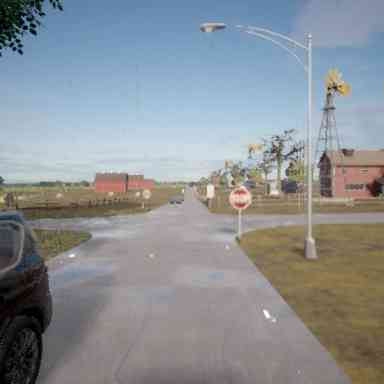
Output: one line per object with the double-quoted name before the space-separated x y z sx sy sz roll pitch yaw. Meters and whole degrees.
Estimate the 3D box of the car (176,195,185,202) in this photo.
"car" -2.721 1.506 77.891 1.882 1.535 5.008 0 0 0

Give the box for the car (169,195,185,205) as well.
"car" -2.730 1.442 56.177 2.033 1.411 5.357 0 0 0

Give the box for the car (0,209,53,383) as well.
"car" -2.832 1.209 1.974 2.150 2.045 5.566 0 0 0
